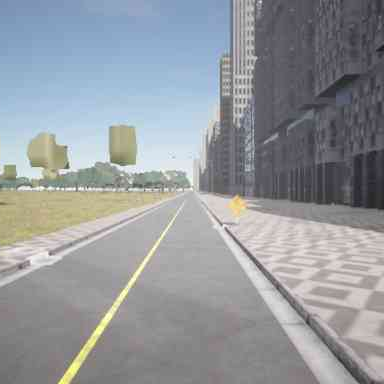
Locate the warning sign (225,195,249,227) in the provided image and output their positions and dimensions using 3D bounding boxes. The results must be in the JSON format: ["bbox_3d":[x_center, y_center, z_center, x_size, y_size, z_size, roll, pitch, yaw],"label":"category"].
[{"bbox_3d":[2.712,1.101,20.024,1.300,1.860,1.060,0,0,0],"label":"warning sign"}]
